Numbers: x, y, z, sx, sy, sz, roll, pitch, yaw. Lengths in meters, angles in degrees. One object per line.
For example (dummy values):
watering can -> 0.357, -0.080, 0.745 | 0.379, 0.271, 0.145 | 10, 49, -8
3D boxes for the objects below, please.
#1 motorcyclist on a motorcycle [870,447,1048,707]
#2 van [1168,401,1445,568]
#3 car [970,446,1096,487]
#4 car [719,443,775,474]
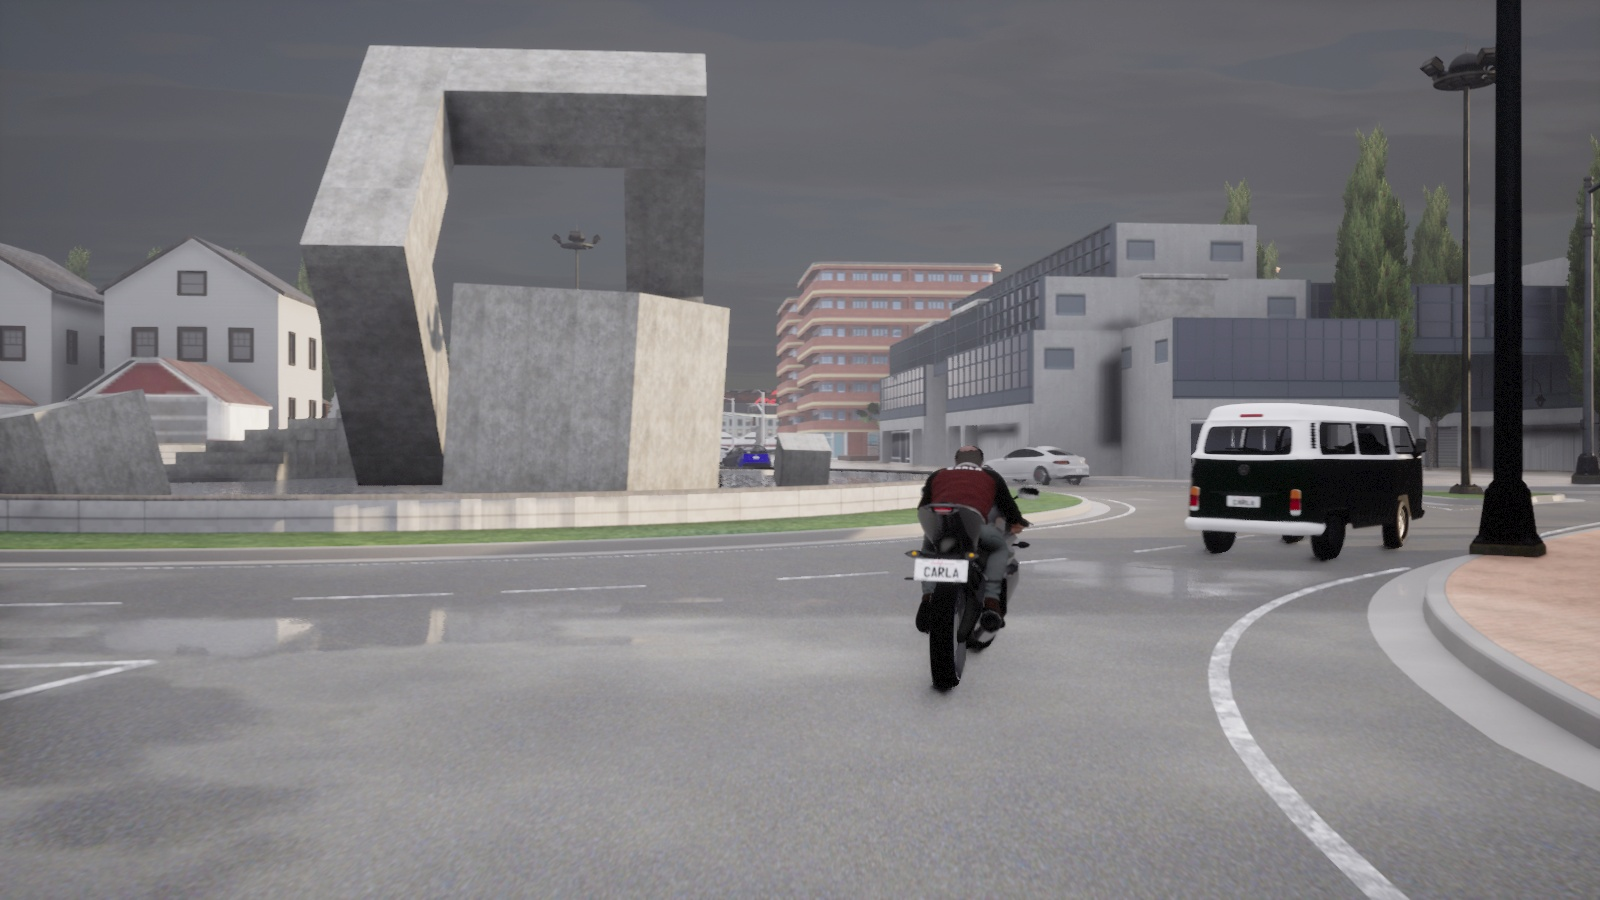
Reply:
motorcyclist on a motorcycle -> 1.153, 0.748, 8.595 | 0.866, 1.530, 2.191 | 1, 0, 16
van -> 7.226, 0.405, 17.667 | 2.069, 2.038, 4.480 | 1, 1, 44
car -> 8.647, 0.588, 46.986 | 1.812, 1.442, 4.674 | 0, 0, -35
car -> -2.816, 0.421, 65.563 | 2.007, 1.525, 4.514 | 0, 0, -15
